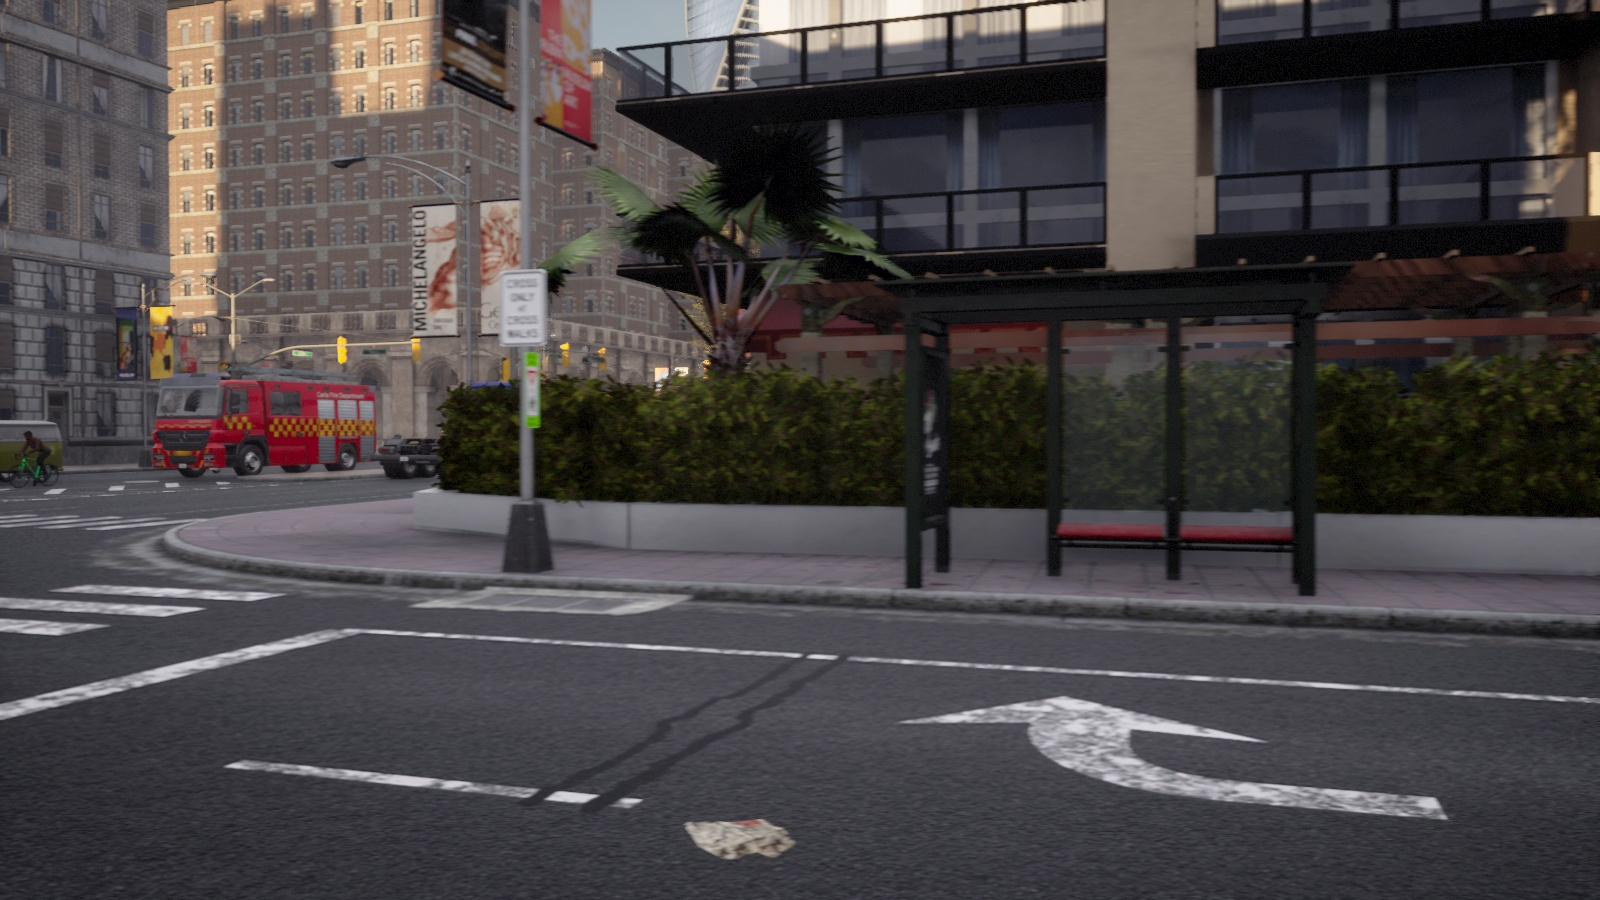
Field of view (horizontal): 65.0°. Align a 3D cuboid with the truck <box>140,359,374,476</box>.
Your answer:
[{"bbox_3d":[-19.303,-1.138,45.429,2.891,3.827,8.468,1,1,18],"label":"truck"}]

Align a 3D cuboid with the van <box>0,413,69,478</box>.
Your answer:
[{"bbox_3d":[-25.175,-0.136,38.762,1.775,1.987,4.442,1,1,18],"label":"van"}]

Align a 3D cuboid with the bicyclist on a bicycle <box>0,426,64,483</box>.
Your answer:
[{"bbox_3d":[-22.270,0.113,36.386,0.582,1.620,1.656,1,1,18],"label":"bicyclist on a bicycle"}]

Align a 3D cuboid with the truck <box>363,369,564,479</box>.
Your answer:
[{"bbox_3d":[-11.445,-0.899,43.728,2.891,3.462,7.936,1,1,18],"label":"truck"}]
